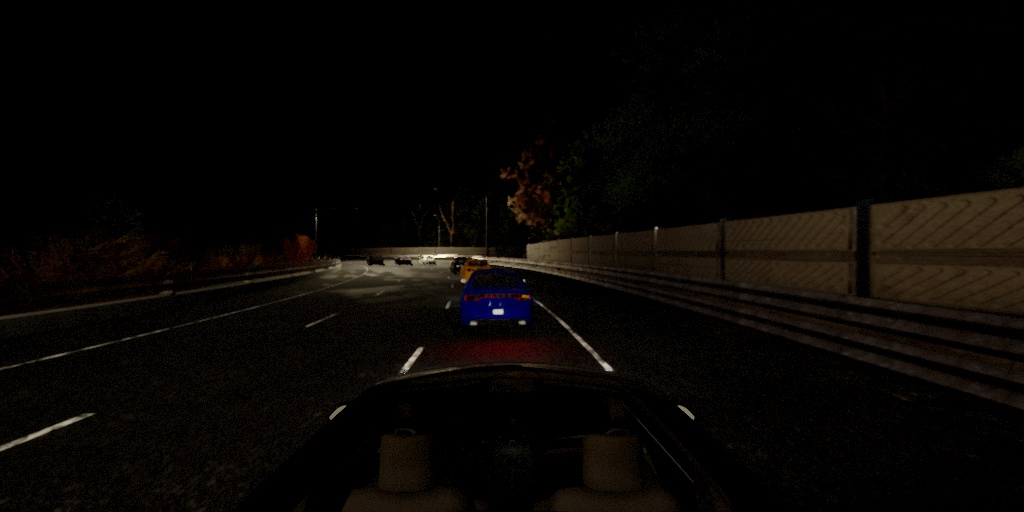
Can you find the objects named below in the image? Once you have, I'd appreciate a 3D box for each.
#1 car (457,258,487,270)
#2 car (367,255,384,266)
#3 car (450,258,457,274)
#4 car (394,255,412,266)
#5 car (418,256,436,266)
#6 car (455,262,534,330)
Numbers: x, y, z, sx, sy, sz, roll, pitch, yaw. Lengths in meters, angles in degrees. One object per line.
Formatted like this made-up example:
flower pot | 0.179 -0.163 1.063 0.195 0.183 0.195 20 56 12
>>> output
car | -2.398 0.966 23.780 1.882 1.535 5.008 0 1 -11
car | -20.063 0.649 52.533 1.882 1.535 5.008 0 1 -28
car | -4.855 0.914 34.303 2.033 1.411 5.357 0 1 -15
car | -15.819 0.663 51.927 2.128 1.511 4.902 0 1 -27
car | -12.645 0.674 53.412 1.812 1.442 4.674 0 1 -27
car | -0.537 1.119 10.831 1.882 1.535 5.008 0 1 -5
